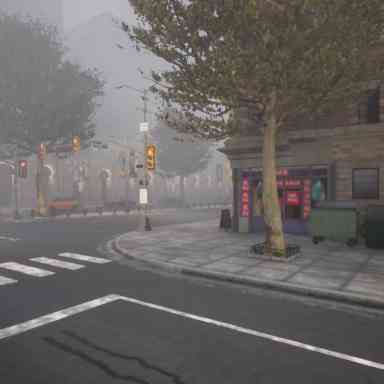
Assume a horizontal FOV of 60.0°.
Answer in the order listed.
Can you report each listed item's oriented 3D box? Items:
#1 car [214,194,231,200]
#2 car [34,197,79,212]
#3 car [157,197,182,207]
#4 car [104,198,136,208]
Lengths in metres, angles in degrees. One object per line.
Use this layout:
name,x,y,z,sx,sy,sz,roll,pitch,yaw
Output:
car,5.960,1.178,64.998,1.812,1.442,4.674,0,0,36
car,-14.786,1.352,36.318,2.097,1.767,4.553,0,0,36
car,-3.394,1.504,52.149,1.837,1.490,4.892,0,0,36
car,-10.321,1.595,47.923,1.895,1.301,4.718,0,0,36
